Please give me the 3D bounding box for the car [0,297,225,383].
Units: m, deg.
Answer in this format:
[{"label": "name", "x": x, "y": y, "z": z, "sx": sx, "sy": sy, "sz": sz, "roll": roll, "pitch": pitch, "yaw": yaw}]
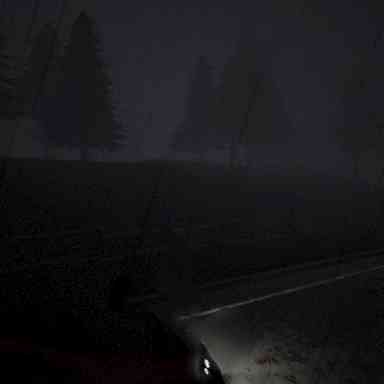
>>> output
[{"label": "car", "x": -1.739, "y": 1.564, "z": 2.506, "sx": 4.181, "sy": 1.385, "sz": 1.994, "roll": 0, "pitch": 0, "yaw": -36}]
